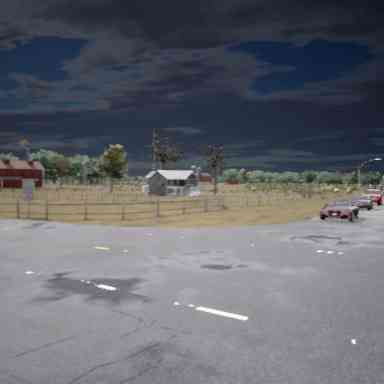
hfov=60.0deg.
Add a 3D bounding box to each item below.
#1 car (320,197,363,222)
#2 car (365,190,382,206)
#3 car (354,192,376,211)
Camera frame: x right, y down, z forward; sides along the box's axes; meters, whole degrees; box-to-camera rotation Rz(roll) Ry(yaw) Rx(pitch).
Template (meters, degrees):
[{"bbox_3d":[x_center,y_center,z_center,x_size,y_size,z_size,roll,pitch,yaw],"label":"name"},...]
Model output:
[{"bbox_3d":[10.418,1.254,23.317,1.994,1.385,4.181,1,1,34],"label":"car"},{"bbox_3d":[24.312,0.692,44.840,2.150,2.045,5.566,1,1,33],"label":"car"},{"bbox_3d":[17.450,1.080,34.214,1.837,1.490,4.892,1,1,33],"label":"car"}]
